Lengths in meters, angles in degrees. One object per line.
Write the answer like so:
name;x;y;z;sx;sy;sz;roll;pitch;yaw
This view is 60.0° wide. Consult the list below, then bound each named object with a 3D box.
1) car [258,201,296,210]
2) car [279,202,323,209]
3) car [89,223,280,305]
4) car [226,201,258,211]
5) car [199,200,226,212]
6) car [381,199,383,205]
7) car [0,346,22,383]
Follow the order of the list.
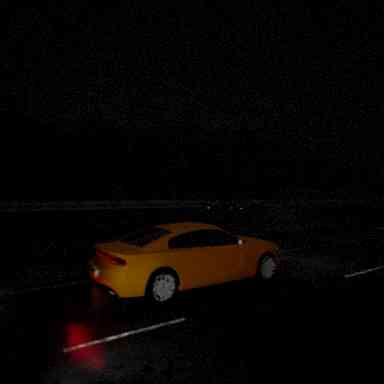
car;9.118;1.631;31.955;4.902;1.511;2.128;0;0;-35
car;9.892;1.729;28.217;4.718;1.301;1.895;0;0;-35
car;0.067;1.498;8.214;5.008;1.535;1.882;0;0;-35
car;6.137;1.734;34.134;4.718;1.301;1.895;0;0;-35
car;2.986;1.652;36.188;4.674;1.442;1.812;0;0;-35
car;36.111;1.617;59.677;5.566;2.045;2.150;0;0;-35
car;-3.406;1.500;1.440;4.892;1.490;1.837;0;0;-35
